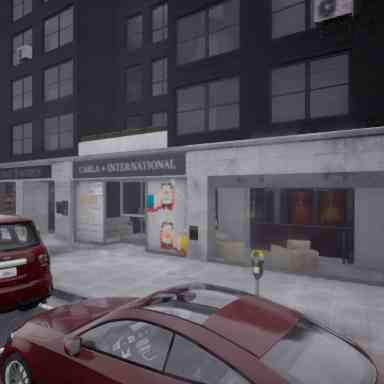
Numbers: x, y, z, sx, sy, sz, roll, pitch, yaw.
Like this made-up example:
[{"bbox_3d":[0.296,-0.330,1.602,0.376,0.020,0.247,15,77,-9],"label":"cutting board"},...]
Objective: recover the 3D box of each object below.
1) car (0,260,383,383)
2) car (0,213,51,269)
[{"bbox_3d":[-0.137,1.582,3.170,4.206,1.307,1.802,0,0,35],"label":"car"},{"bbox_3d":[-4.752,1.314,6.448,5.009,1.841,2.192,0,0,35],"label":"car"}]
